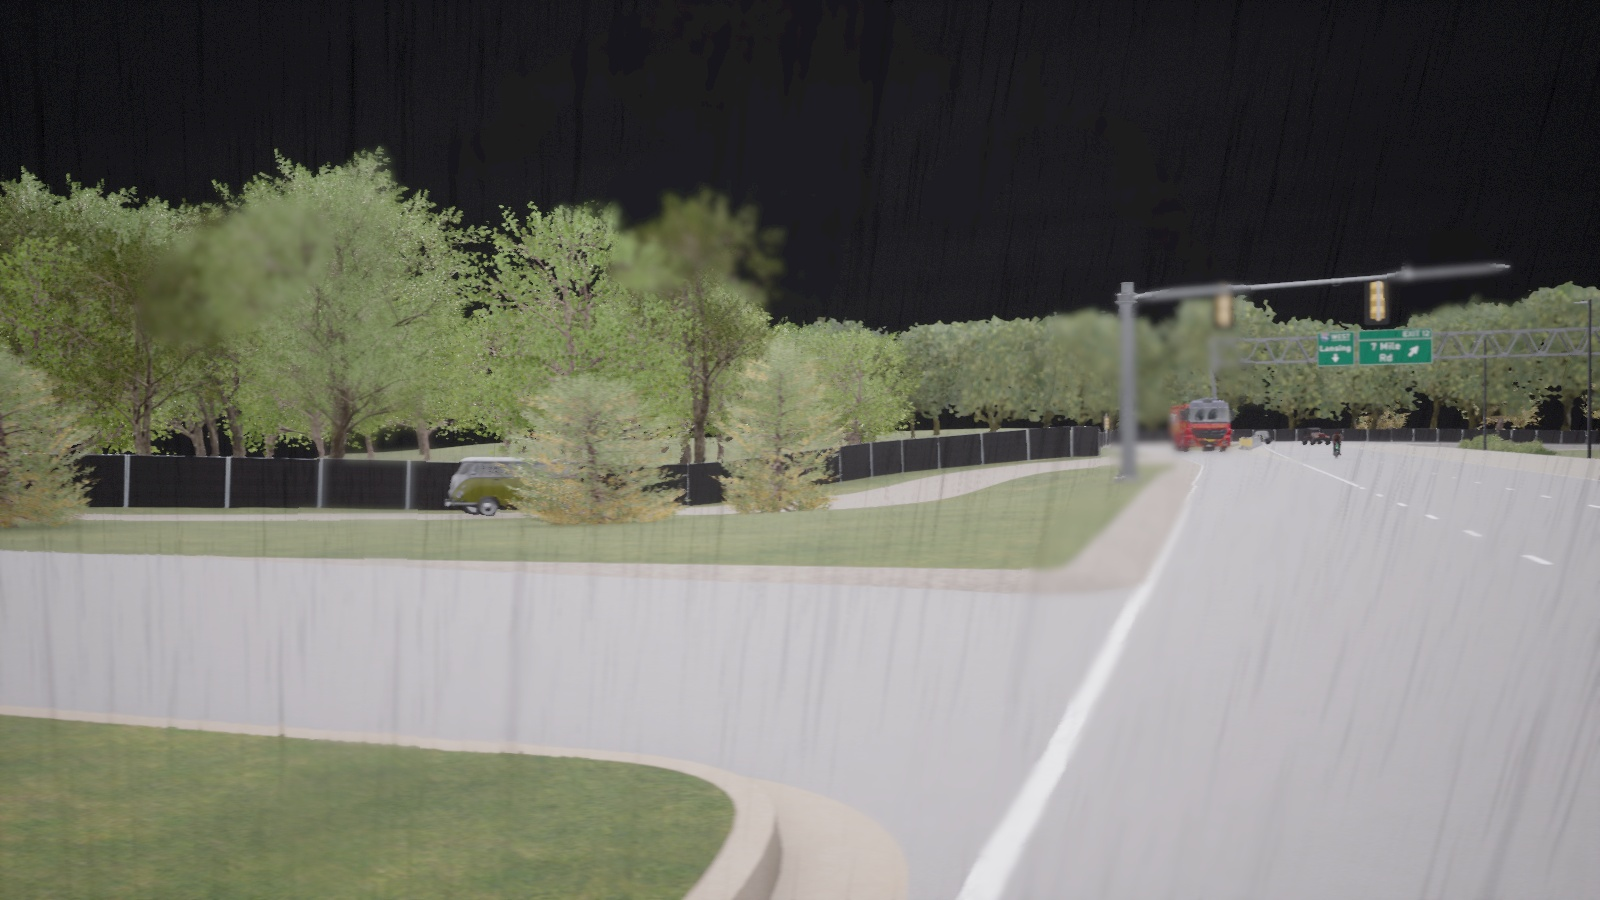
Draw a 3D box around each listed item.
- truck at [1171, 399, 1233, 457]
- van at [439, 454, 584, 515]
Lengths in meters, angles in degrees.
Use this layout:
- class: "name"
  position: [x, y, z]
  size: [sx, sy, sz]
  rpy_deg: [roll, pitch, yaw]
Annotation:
- class: "truck"
  position: [27.955, -1.481, 87.631]
  size: [2.891, 3.827, 8.468]
  rpy_deg: [0, 0, 10]
- class: "van"
  position: [-9.799, 1.165, 42.760]
  size: [4.442, 1.987, 1.775]
  rpy_deg: [1, -1, -33]
